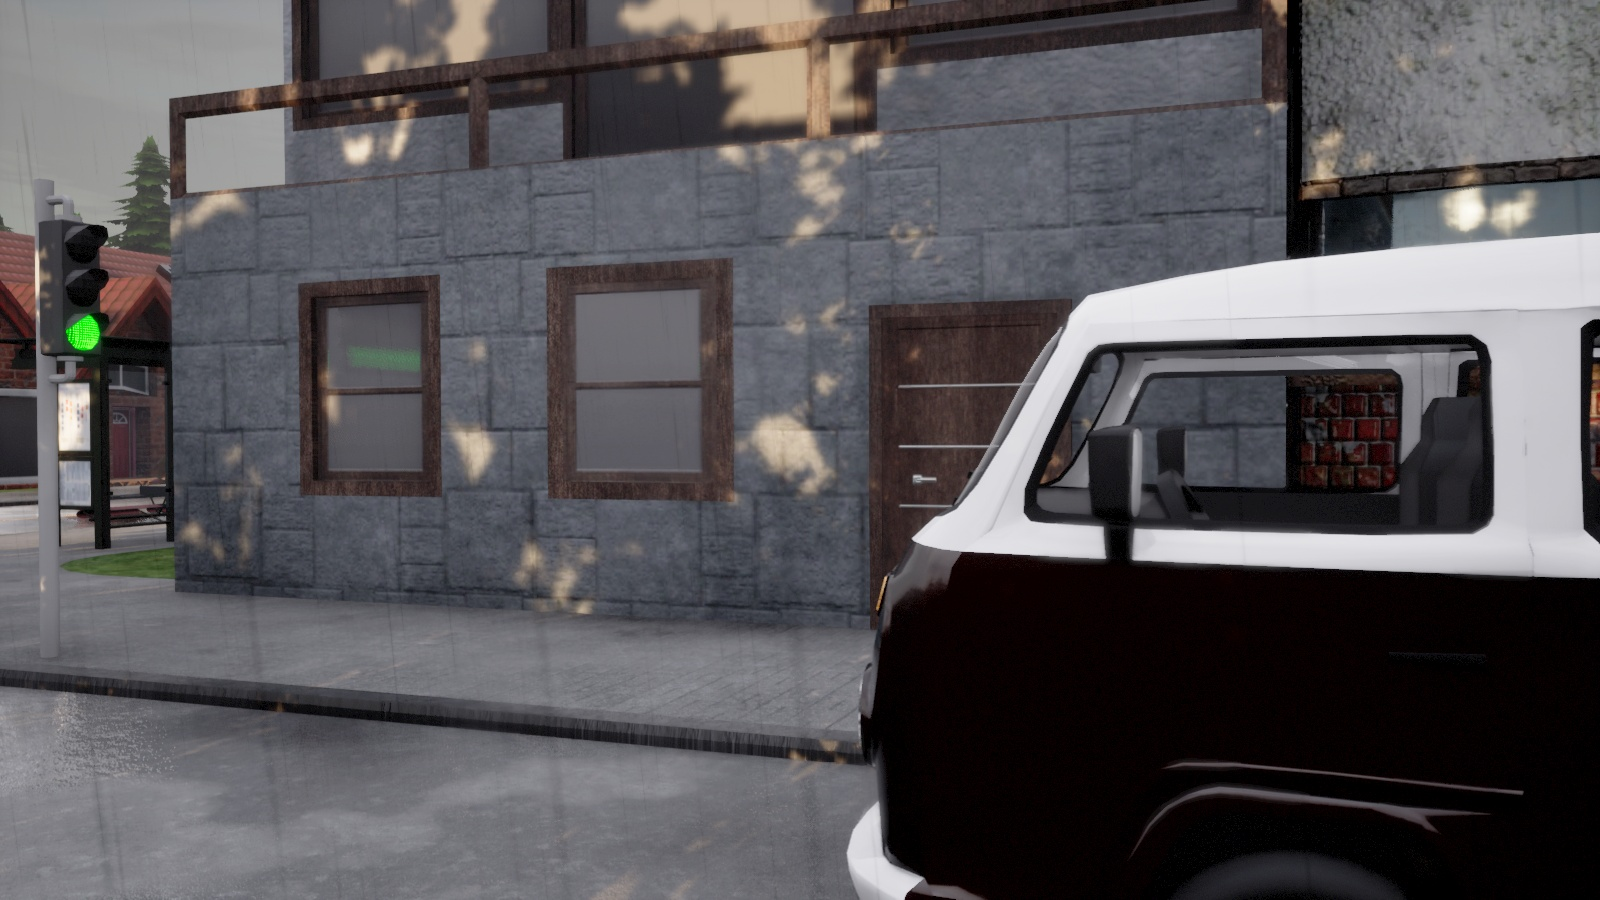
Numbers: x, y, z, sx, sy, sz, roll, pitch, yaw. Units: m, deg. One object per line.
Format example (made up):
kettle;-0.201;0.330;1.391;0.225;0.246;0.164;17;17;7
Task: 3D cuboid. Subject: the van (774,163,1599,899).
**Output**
van;2.404;0.512;2.935;4.480;2.038;2.069;1;1;20
